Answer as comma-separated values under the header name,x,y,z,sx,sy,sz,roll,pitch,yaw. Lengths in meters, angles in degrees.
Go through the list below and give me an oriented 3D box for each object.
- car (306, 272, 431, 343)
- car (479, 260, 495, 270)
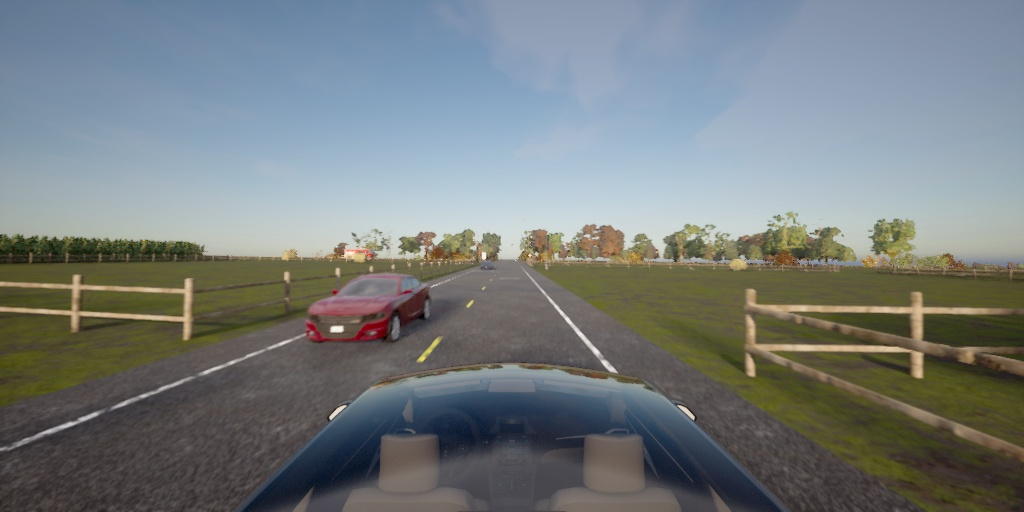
name,x,y,z,sx,sy,sz,roll,pitch,yaw
car,-3.600,1.231,9.875,1.882,1.535,5.008,0,0,0
car,-3.572,1.334,51.750,1.994,1.385,4.181,0,0,0
